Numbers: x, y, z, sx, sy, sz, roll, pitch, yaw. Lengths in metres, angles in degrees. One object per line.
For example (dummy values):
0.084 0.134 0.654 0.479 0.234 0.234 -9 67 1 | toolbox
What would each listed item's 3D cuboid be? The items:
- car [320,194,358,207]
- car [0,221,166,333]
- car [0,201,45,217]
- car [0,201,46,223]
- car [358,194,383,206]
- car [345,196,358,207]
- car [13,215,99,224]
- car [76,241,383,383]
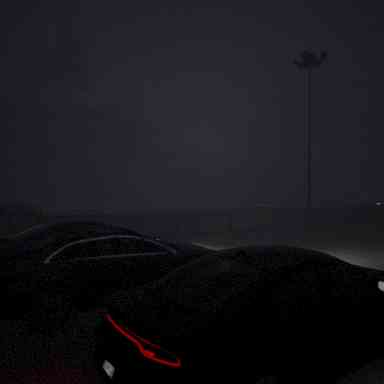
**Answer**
20.249 1.254 45.328 5.566 2.045 2.150 0 0 -20 | car
-1.584 1.481 6.762 4.902 1.511 2.128 0 0 -34 | car
-10.459 1.448 17.872 4.902 1.511 2.128 0 0 -34 | car
-13.450 1.448 24.287 4.892 1.490 1.837 0 0 -34 | car
22.677 1.262 38.790 5.566 2.045 2.150 0 0 -20 | car
22.735 1.587 42.541 5.357 1.411 2.033 0 0 -20 | car
-3.123 1.509 9.933 4.674 1.442 1.812 0 0 -34 | car
1.283 1.478 4.473 5.008 1.535 1.882 0 0 -34 | car
